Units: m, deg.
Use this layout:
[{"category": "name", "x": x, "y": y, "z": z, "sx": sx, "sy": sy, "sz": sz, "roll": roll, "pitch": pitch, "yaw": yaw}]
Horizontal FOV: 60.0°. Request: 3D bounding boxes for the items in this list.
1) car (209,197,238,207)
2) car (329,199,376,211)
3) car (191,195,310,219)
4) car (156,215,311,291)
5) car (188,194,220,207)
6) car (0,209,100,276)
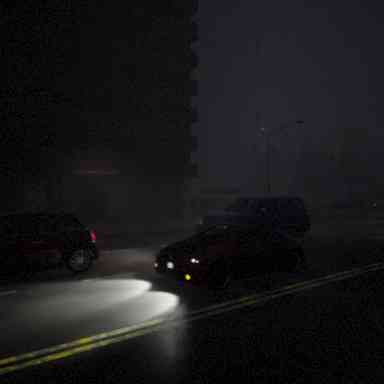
[{"category": "car", "x": 4.713, "y": 1.437, "z": 50.414, "sx": 1.994, "sy": 1.385, "sz": 4.181, "roll": 0, "pitch": 0, "yaw": -39}, {"category": "car", "x": 18.276, "y": 1.466, "z": 38.152, "sx": 1.895, "sy": 1.301, "sz": 4.718, "roll": 0, "pitch": 0, "yaw": -31}, {"category": "car", "x": 2.872, "y": 1.199, "z": 14.587, "sx": 5.566, "sy": 2.045, "sz": 2.150, "roll": 0, "pitch": 0, "yaw": -35}, {"category": "car", "x": 1.124, "y": 1.551, "z": 9.028, "sx": 4.181, "sy": 1.385, "sz": 1.994, "roll": 0, "pitch": 0, "yaw": -35}, {"category": "car", "x": 1.715, "y": 1.232, "z": 48.623, "sx": 2.097, "sy": 1.767, "sz": 4.553, "roll": 0, "pitch": 0, "yaw": -39}, {"category": "car", "x": -4.958, "y": 1.350, "z": 9.025, "sx": 4.553, "sy": 1.767, "sz": 2.097, "roll": 0, "pitch": 0, "yaw": -35}]
